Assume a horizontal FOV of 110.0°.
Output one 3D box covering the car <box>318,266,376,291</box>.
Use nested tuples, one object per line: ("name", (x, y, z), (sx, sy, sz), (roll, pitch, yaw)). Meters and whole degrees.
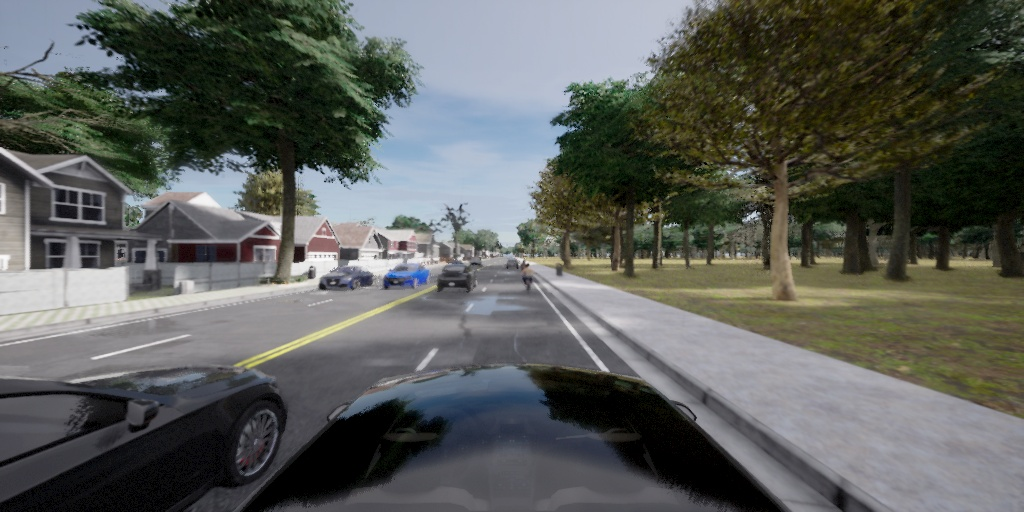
("car", (-9.852, 1.294, 21.706), (1.994, 1.385, 4.181), (0, 0, 0))

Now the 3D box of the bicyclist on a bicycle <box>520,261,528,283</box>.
("bicyclist on a bicycle", (0.890, 1.178, 27.066), (0.582, 1.620, 1.656), (0, 0, 0))

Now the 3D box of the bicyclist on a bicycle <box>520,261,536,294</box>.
("bicyclist on a bicycle", (0.858, 1.168, 19.030), (0.866, 1.612, 1.509), (0, 3, 0))

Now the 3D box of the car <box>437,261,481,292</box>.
("car", (-3.154, 1.236, 21.143), (1.837, 1.490, 4.892), (0, 0, 0))

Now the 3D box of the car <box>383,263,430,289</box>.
("car", (-6.603, 1.207, 22.875), (1.882, 1.535, 5.008), (0, 0, 0))

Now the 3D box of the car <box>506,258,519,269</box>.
("car", (0.056, 1.202, 56.167), (2.128, 1.511, 4.902), (0, 0, 0))

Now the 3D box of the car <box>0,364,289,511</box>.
("car", (-3.149, 1.276, 1.642), (1.812, 1.442, 4.674), (0, 0, 0))

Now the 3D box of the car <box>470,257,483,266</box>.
("car", (-6.538, 1.058, 65.112), (2.097, 1.767, 4.553), (0, 0, 1))
